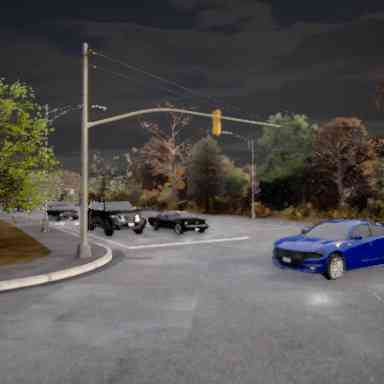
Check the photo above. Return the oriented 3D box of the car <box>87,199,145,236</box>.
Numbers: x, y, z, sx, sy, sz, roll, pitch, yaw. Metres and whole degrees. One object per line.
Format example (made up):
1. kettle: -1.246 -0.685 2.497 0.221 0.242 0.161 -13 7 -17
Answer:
1. car: -4.893 1.474 20.736 2.150 2.045 5.566 1 -1 -34

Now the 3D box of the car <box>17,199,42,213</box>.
1. car: -23.873 1.857 48.243 2.150 2.045 5.566 1 -1 -35

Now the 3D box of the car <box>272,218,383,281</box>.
1. car: 4.739 1.623 10.495 5.008 1.535 1.882 1 -1 -32

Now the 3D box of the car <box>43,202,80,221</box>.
1. car: -12.194 1.924 31.401 2.033 1.411 5.357 1 -1 -35

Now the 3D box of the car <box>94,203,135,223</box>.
1. car: -7.164 1.847 30.294 1.882 1.535 5.008 1 -1 -35

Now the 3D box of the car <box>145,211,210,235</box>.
1. car: -0.908 1.866 21.053 1.895 1.301 4.718 1 -1 -34

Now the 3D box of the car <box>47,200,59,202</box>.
1. car: -19.403 2.142 47.903 1.837 1.490 4.892 1 -2 -34
